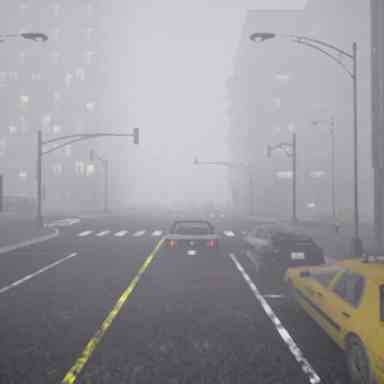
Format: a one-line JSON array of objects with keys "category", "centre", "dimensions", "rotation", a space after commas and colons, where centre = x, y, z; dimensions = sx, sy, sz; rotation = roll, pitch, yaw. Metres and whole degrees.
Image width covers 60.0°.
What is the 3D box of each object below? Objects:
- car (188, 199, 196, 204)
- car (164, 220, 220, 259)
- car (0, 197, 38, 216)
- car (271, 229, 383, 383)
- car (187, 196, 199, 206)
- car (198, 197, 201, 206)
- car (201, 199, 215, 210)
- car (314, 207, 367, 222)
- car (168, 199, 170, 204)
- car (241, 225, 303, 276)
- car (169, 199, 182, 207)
[{"category": "car", "centre": [-0.018, 2.368, 85.192], "dimensions": [1.895, 1.301, 4.718], "rotation": [0, -1, 0]}, {"category": "car", "centre": [0.009, 1.744, 13.239], "dimensions": [1.895, 1.301, 4.718], "rotation": [0, -1, 0]}, {"category": "car", "centre": [-17.700, 1.376, 32.604], "dimensions": [5.009, 1.841, 2.192], "rotation": [1, -2, 0]}, {"category": "car", "centre": [2.691, 1.580, 5.029], "dimensions": [1.752, 1.417, 4.829], "rotation": [0, -1, 0]}, {"category": "car", "centre": [-0.016, 2.291, 74.745], "dimensions": [1.882, 1.535, 5.008], "rotation": [0, -1, 0]}, {"category": "car", "centre": [2.677, 2.267, 65.479], "dimensions": [2.008, 1.369, 4.403], "rotation": [0, -1, 0]}, {"category": "car", "centre": [2.730, 2.153, 52.562], "dimensions": [1.802, 1.307, 4.206], "rotation": [0, -1, 0]}, {"category": "car", "centre": [14.636, 2.186, 32.880], "dimensions": [4.829, 1.417, 1.752], "rotation": [1, -2, 0]}, {"category": "car", "centre": [-5.710, 2.590, 93.718], "dimensions": [2.008, 1.369, 4.403], "rotation": [0, -1, 0]}, {"category": "car", "centre": [2.689, 1.680, 10.541], "dimensions": [1.947, 1.339, 4.313], "rotation": [0, -1, 0]}, {"category": "car", "centre": [-3.019, 2.337, 67.481], "dimensions": [1.895, 1.301, 4.718], "rotation": [0, -1, 0]}]
